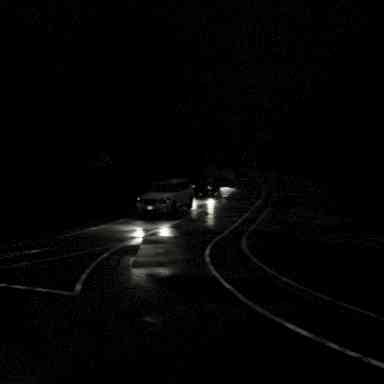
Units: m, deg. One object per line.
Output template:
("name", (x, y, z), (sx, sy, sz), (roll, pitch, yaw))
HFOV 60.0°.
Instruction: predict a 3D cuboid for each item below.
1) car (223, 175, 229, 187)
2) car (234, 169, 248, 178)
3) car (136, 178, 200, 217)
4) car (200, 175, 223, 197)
("car", (3.408, -1.379, 40.291), (1.994, 1.385, 4.181), (0, 6, 10))
("car", (8.688, -3.333, 59.169), (1.882, 1.535, 5.008), (0, 5, 0))
("car", (-1.542, 0.261, 21.292), (2.150, 2.045, 5.566), (0, 6, 18))
("car", (1.252, -0.603, 30.694), (2.097, 1.767, 4.553), (0, 6, 14))
